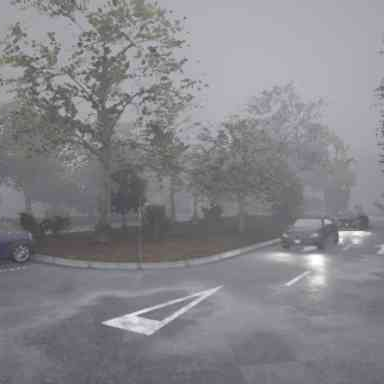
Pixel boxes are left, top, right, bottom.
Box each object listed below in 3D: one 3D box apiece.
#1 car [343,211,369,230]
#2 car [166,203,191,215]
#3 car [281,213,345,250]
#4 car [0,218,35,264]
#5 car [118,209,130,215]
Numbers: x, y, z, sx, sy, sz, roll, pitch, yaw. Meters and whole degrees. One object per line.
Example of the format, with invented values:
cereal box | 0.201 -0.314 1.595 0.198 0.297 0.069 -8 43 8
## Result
car | 12.306 2.173 25.622 1.994 1.385 4.181 -4 -3 35
car | -2.849 3.220 61.966 5.566 2.045 2.150 -5 -4 37
car | 6.064 1.984 16.798 1.812 1.442 4.674 -4 -3 36
car | -8.078 1.764 11.660 2.185 1.767 4.553 -1 -2 35
car | -15.514 4.295 70.399 4.718 1.301 1.895 -3 -3 27
